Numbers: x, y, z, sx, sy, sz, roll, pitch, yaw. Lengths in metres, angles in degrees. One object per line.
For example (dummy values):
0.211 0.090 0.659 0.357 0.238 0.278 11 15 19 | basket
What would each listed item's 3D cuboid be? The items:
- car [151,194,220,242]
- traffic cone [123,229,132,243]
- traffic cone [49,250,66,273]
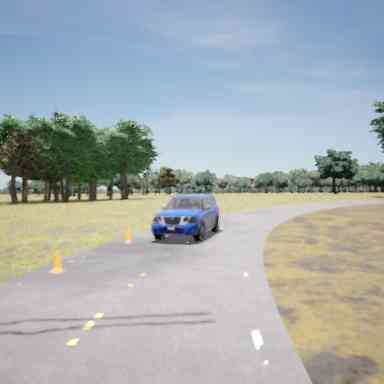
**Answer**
-0.088 1.148 16.399 2.150 2.045 5.566 0 0 17 | car
-2.763 1.899 14.434 0.340 0.580 0.340 0 0 14 | traffic cone
-3.762 1.927 9.318 0.340 0.580 0.340 0 0 9 | traffic cone
